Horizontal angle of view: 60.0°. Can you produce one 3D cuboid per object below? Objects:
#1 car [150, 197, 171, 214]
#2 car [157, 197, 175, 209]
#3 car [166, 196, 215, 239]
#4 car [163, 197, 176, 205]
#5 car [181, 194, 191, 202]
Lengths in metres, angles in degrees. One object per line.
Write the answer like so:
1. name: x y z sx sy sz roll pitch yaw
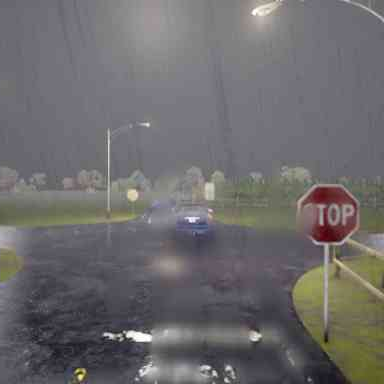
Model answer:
1. car: -3.181 1.386 34.215 1.882 1.535 5.008 0 0 -1
2. car: -3.376 1.424 44.174 2.033 1.411 5.357 0 0 -1
3. car: -0.005 1.309 17.116 2.097 1.767 4.553 0 0 -1
4. car: -3.595 1.445 54.284 1.895 1.301 4.718 0 0 -1
5. car: -1.406 1.299 74.046 2.128 1.511 4.902 0 0 -2
